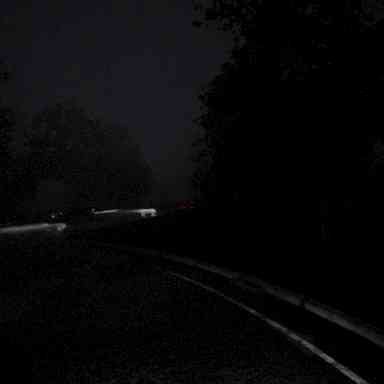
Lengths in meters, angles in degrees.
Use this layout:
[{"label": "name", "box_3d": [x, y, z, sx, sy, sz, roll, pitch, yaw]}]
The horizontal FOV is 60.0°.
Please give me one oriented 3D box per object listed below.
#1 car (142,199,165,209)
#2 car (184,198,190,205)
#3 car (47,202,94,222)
[{"label": "car", "box_3d": [-5.428, 1.647, 47.133, 1.895, 1.301, 4.718, -1, 0, 14]}, {"label": "car", "box_3d": [-0.066, 1.470, 53.652, 1.812, 1.442, 4.674, -1, 0, 15]}, {"label": "car", "box_3d": [-10.167, 1.640, 28.181, 2.128, 1.511, 4.902, -1, 0, 14]}]
